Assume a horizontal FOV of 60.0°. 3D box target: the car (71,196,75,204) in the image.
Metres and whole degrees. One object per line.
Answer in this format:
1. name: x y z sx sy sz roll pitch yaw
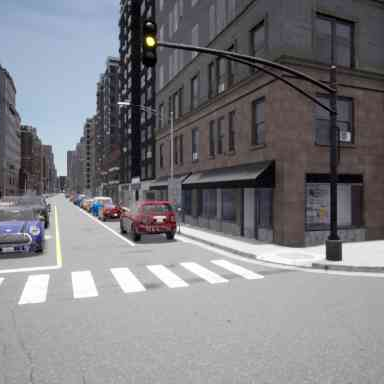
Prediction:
1. car: -19.629 1.404 58.757 2.192 1.841 5.009 0 0 -22

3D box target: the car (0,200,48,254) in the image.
1. car: -7.129 1.391 13.446 2.097 1.767 4.553 0 0 -22

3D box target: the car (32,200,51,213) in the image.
1. car: -17.834 1.674 39.580 1.895 1.301 4.718 0 0 -22

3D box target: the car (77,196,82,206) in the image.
1. car: -15.306 1.661 48.303 1.802 1.307 4.206 0 0 -22

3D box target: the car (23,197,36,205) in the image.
1. car: -29.675 1.638 60.737 1.887 1.381 4.507 0 0 -22

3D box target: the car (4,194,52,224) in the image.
1. car: -10.785 1.273 22.269 2.150 2.045 5.566 0 0 -22

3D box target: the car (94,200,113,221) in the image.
1. car: -6.658 1.600 27.393 1.887 1.381 4.507 0 0 -22

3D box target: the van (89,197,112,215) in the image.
1. van: -8.820 1.403 32.621 1.690 1.788 3.998 0 0 -22

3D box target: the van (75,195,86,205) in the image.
1. van: -17.467 1.425 53.529 1.690 1.788 3.998 0 0 -22

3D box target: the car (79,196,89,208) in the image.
1. car: -13.209 1.600 43.232 1.752 1.417 4.829 0 0 -22

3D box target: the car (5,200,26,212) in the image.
1. car: -21.030 1.656 39.834 1.802 1.307 4.206 0 0 -22

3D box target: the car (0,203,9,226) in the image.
1. car: -14.481 1.581 24.000 1.752 1.417 4.829 0 0 -22

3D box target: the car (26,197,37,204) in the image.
1. car: -31.837 1.683 65.962 1.802 1.307 4.206 0 0 -22

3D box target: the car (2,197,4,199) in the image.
1. car: -18.868 1.383 34.609 2.192 1.841 5.009 0 0 -22

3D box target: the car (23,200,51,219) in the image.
1. car: -14.511 1.555 31.412 2.128 1.511 4.902 0 0 -22

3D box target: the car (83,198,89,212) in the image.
1. car: -10.982 1.650 37.847 1.802 1.307 4.206 0 0 -22

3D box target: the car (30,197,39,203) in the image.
1. car: -36.159 1.716 76.409 1.802 1.307 4.206 0 0 -22

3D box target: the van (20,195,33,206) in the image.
1. van: -27.513 1.430 55.512 1.690 1.788 3.998 0 0 -22

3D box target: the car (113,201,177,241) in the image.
1. car: -2.334 1.356 16.940 2.192 1.841 5.009 0 0 -22

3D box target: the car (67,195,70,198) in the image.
1. car: -28.278 1.574 79.660 1.967 1.590 4.097 0 0 -22
